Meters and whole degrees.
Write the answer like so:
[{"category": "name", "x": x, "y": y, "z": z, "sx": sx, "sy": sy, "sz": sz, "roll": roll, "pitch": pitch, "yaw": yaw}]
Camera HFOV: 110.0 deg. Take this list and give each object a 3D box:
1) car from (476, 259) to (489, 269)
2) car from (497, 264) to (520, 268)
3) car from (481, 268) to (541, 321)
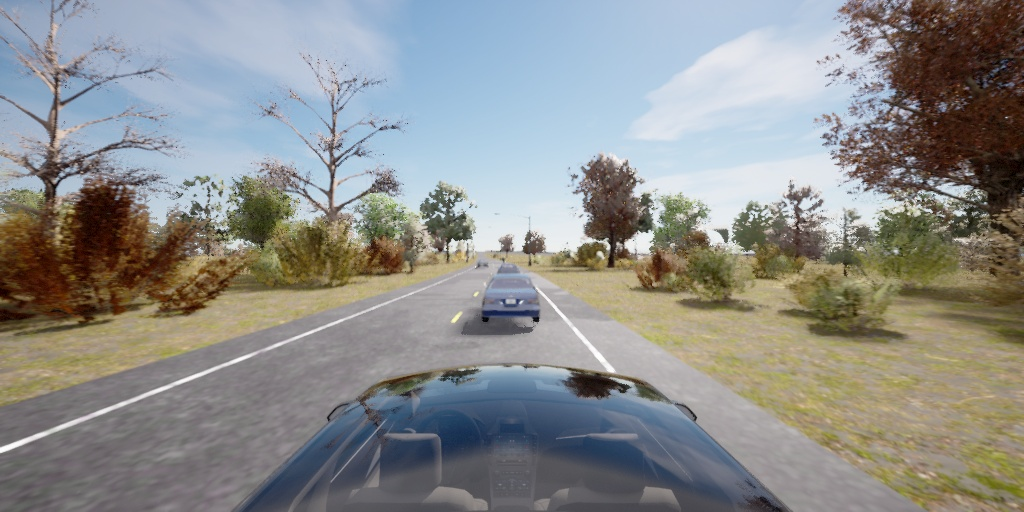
[{"category": "car", "x": -4.869, "y": 1.283, "z": 59.615, "sx": 2.128, "sy": 1.511, "sz": 4.902, "roll": 0, "pitch": 0, "yaw": -2}, {"category": "car", "x": -0.287, "y": 1.335, "z": 29.801, "sx": 1.994, "sy": 1.385, "sz": 4.181, "roll": 0, "pitch": 0, "yaw": -1}, {"category": "car", "x": -0.031, "y": 1.305, "z": 12.421, "sx": 2.033, "sy": 1.411, "sz": 5.357, "roll": 0, "pitch": 0, "yaw": 0}]
